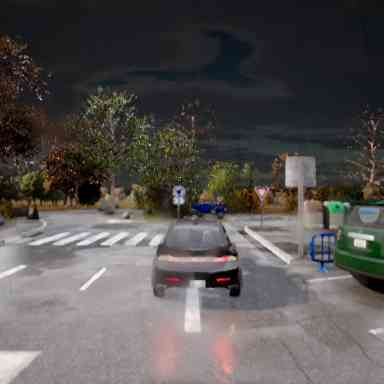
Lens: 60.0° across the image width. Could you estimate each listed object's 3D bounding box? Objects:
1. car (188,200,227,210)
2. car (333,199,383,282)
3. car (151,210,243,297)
[{"bbox_3d":[1.534,1.663,37.527,5.008,1.535,1.882,1,0,33],"label":"car"},{"bbox_3d":[6.028,1.200,7.861,5.566,2.045,2.435,1,0,-20],"label":"car"},{"bbox_3d":[0.102,1.453,8.494,2.128,1.511,4.902,0,0,0],"label":"car"}]
